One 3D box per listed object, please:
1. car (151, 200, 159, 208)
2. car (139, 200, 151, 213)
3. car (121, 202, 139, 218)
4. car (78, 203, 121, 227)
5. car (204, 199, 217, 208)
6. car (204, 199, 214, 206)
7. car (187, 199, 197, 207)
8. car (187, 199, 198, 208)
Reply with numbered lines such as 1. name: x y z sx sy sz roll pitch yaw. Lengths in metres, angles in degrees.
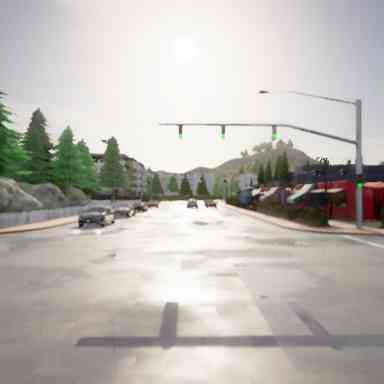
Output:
1. car: -7.029 2.162 59.535 1.994 1.385 4.181 0 -1 0
2. car: -7.092 2.059 45.006 1.895 1.301 4.718 0 -1 0
3. car: -7.108 1.884 34.531 1.812 1.442 4.674 0 0 0
4. car: -7.125 1.775 25.342 1.837 1.490 4.892 0 -1 1
5. car: 3.485 2.182 59.915 1.895 1.301 4.718 0 -1 0
6. car: 3.482 2.197 68.824 1.895 1.301 4.718 0 -1 0
7. car: -0.018 2.205 69.472 2.128 1.511 4.902 0 -1 0
8. car: 0.083 2.151 59.902 1.994 1.385 4.181 0 -1 0
